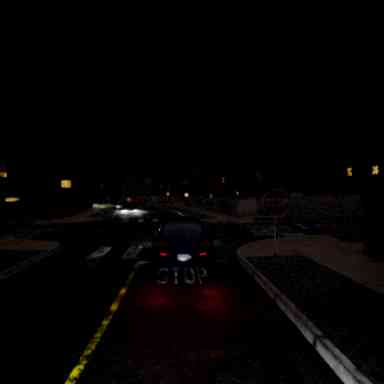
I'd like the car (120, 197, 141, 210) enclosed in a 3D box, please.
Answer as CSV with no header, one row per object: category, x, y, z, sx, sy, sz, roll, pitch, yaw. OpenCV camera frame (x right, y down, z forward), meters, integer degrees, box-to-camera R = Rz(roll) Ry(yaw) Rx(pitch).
car,-8.652,1.745,46.408,1.895,1.301,4.718,0,0,-14

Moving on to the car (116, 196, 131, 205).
car,-13.392,1.833,63.154,1.994,1.385,4.181,0,0,-18

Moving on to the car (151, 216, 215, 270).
car,-0.331,1.522,10.923,1.812,1.442,4.674,0,0,-3

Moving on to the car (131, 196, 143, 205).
car,-10.771,1.603,64.090,2.097,1.767,4.553,0,0,-19

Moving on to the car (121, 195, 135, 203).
car,-14.234,1.574,73.594,2.097,1.767,4.553,0,0,-22
